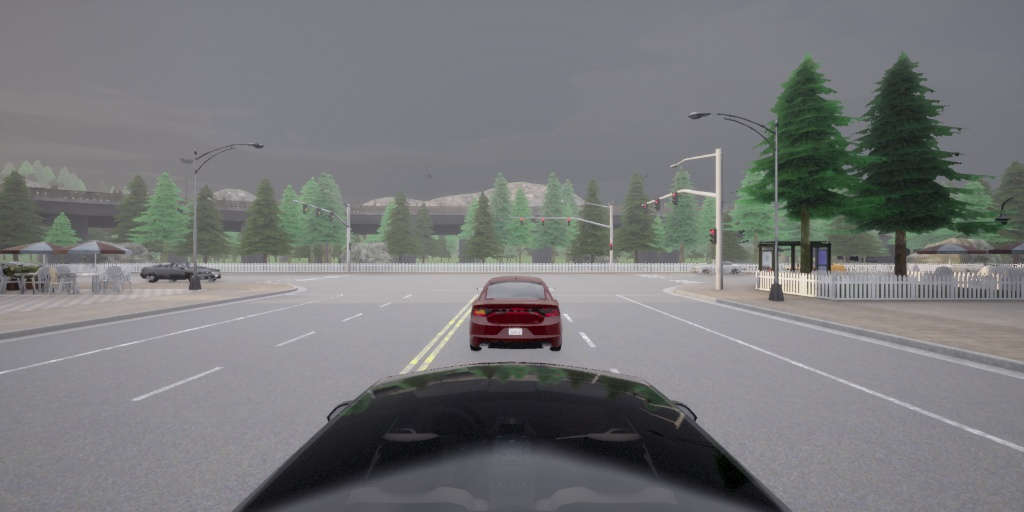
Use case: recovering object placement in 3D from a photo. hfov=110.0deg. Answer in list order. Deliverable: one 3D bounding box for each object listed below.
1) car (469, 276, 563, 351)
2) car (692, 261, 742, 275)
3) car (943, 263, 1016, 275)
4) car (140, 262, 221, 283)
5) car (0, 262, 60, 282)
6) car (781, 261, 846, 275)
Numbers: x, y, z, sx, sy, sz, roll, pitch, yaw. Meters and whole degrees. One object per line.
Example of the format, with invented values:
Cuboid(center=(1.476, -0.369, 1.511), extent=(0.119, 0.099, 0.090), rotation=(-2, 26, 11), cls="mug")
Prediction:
Cuboid(center=(0.100, 1.228, 9.014), extent=(1.882, 1.535, 5.008), rotation=(0, 0, 1), cls="car")
Cuboid(center=(20.943, 1.220, 36.677), extent=(4.674, 1.442, 1.812), rotation=(0, 0, 1), cls="car")
Cuboid(center=(45.517, 1.295, 34.902), extent=(4.718, 1.301, 1.895), rotation=(0, 0, 16), cls="car")
Cuboid(center=(-24.146, 1.186, 26.259), extent=(4.902, 1.511, 2.128), rotation=(0, 0, -2), cls="car")
Cuboid(center=(-35.741, 1.172, 26.133), extent=(5.008, 1.535, 1.882), rotation=(0, 0, -3), cls="car")
Cuboid(center=(27.724, 1.172, 33.088), extent=(5.008, 1.535, 1.882), rotation=(0, 0, 1), cls="car")
